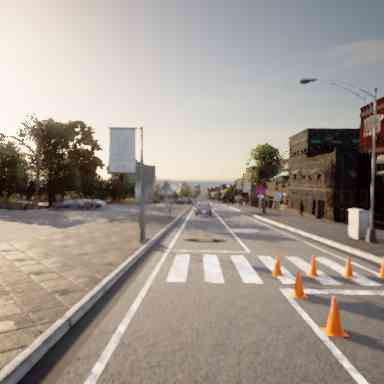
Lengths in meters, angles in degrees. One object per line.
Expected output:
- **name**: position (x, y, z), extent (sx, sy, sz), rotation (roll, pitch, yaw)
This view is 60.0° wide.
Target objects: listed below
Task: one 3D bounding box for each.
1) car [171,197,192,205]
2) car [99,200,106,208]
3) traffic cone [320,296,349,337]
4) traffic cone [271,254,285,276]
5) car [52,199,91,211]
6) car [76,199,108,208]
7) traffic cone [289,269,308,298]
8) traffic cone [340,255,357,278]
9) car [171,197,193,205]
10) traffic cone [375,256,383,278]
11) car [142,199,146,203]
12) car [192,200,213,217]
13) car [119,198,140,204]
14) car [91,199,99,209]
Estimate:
- **car**: position (-2.900, 2.420, 89.937), extent (5.566, 2.045, 2.435), rotation (1, -1, 2)
- **car**: position (-16.975, 1.874, 53.112), extent (5.008, 1.535, 2.097), rotation (1, -1, 2)
- **traffic cone**: position (2.339, 2.019, 5.474), extent (0.340, 0.580, 0.340), rotation (1, -1, 1)
- **traffic cone**: position (2.438, 2.061, 9.475), extent (0.340, 0.580, 0.340), rotation (1, -1, 1)
- **car**: position (-17.147, 1.815, 46.565), extent (4.674, 1.452, 2.002), rotation (1, -1, 2)
- **car**: position (-16.881, 1.962, 56.259), extent (4.674, 1.452, 2.002), rotation (1, -1, 2)
- **traffic cone**: position (2.388, 2.037, 7.474), extent (0.340, 0.580, 0.340), rotation (1, -1, 1)
- **traffic cone**: position (4.436, 2.093, 9.425), extent (0.340, 0.580, 0.340), rotation (1, -1, 1)
- **car**: position (-2.946, 2.619, 87.131), extent (4.892, 1.521, 2.231), rotation (1, -1, 2)
- **traffic cone**: position (5.435, 2.109, 9.400), extent (0.340, 0.580, 0.340), rotation (1, -1, 1)
- **car**: position (-15.953, 2.463, 90.296), extent (5.008, 1.535, 2.097), rotation (1, -1, 2)
- **car**: position (1.329, 1.992, 37.832), extent (2.128, 1.511, 4.902), rotation (1, -1, 2)
- **car**: position (-16.095, 2.359, 84.731), extent (5.008, 1.535, 2.097), rotation (1, -1, 2)
- **car**: position (-17.054, 1.826, 49.840), extent (4.892, 1.521, 2.231), rotation (1, -1, 2)
